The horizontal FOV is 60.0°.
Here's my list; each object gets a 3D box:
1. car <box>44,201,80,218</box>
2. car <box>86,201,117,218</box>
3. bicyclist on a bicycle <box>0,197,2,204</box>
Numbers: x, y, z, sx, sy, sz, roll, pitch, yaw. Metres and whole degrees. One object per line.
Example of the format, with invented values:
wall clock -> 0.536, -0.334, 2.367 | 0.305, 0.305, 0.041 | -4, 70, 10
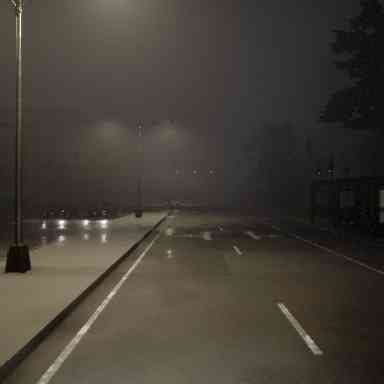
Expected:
car -> -11.500, 1.559, 29.750 | 1.837, 1.490, 4.892 | 0, 0, 0
car -> -8.000, 1.559, 29.750 | 1.837, 1.490, 4.892 | 0, 0, 0
bicyclist on a bicycle -> -32.098, 1.301, 55.302 | 0.582, 1.620, 1.656 | 0, 0, -1
